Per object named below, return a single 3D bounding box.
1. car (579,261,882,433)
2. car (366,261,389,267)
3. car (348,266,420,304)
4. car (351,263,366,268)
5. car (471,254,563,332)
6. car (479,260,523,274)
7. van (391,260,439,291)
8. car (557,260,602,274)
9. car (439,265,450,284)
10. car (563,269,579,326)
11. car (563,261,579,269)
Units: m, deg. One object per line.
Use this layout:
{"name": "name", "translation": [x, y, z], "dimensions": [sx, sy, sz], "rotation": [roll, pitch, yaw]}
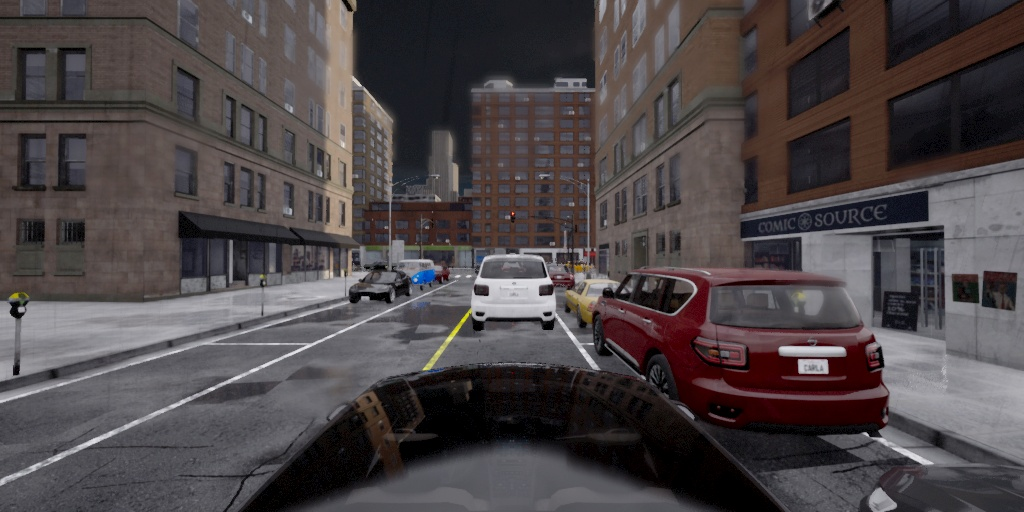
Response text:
{"name": "car", "translation": [2.664, 1.067, 5.574], "dimensions": [2.192, 1.841, 5.009], "rotation": [0, 0, 0]}
{"name": "car", "translation": [-15.288, 1.272, 43.620], "dimensions": [4.718, 1.301, 1.895], "rotation": [0, -1, 0]}
{"name": "car", "translation": [-5.877, 1.329, 16.529], "dimensions": [1.948, 1.339, 4.313], "rotation": [0, 0, 0]}
{"name": "car", "translation": [-19.208, 1.172, 40.390], "dimensions": [4.181, 1.385, 1.994], "rotation": [0, -1, 0]}
{"name": "car", "translation": [0.018, 0.979, 11.073], "dimensions": [2.150, 2.045, 5.566], "rotation": [0, 0, -1]}
{"name": "car", "translation": [-1.216, 1.244, 40.303], "dimensions": [4.892, 1.490, 1.837], "rotation": [0, -1, 0]}
{"name": "van", "translation": [-5.886, 1.111, 22.011], "dimensions": [1.690, 1.789, 3.998], "rotation": [0, 0, 0]}
{"name": "car", "translation": [8.140, 1.328, 43.509], "dimensions": [5.008, 1.535, 1.882], "rotation": [0, -1, 0]}
{"name": "car", "translation": [-5.894, 1.322, 27.494], "dimensions": [1.888, 1.381, 4.507], "rotation": [0, 0, 0]}
{"name": "car", "translation": [2.656, 1.282, 11.227], "dimensions": [1.751, 1.417, 4.829], "rotation": [0, 0, 0]}
{"name": "car", "translation": [2.640, 1.210, 22.022], "dimensions": [1.967, 1.591, 4.097], "rotation": [0, 0, 0]}
